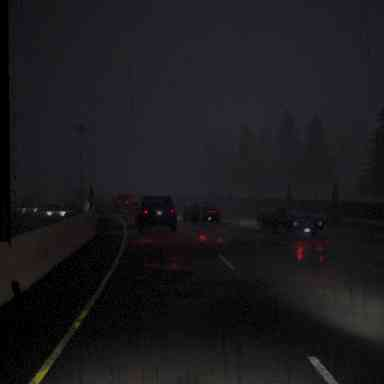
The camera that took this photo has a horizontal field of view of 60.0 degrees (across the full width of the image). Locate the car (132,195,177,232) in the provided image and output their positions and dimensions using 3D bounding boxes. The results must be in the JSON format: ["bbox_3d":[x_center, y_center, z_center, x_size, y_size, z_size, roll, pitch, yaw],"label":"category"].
[{"bbox_3d":[-2.280,1.203,20.273,2.150,2.045,5.566,0,0,-12],"label":"car"}]

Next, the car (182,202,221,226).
[{"bbox_3d":[0.555,1.462,23.321,2.128,1.511,4.902,0,0,-13],"label":"car"}]

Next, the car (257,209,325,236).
[{"bbox_3d":[5.212,1.564,18.362,1.895,1.301,4.718,0,0,-10],"label":"car"}]

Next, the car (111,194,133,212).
[{"bbox_3d":[-8.046,1.196,38.688,2.150,2.045,5.566,0,0,-21],"label":"car"}]
